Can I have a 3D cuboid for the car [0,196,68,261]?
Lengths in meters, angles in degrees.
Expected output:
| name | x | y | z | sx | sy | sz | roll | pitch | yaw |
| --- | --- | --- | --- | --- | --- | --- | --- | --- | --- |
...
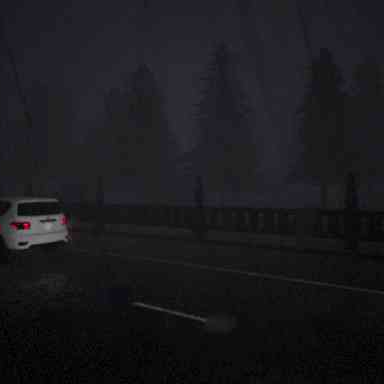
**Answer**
| name | x | y | z | sx | sy | sz | roll | pitch | yaw |
| --- | --- | --- | --- | --- | --- | --- | --- | --- | --- |
| car | -7.031 | 1.184 | 12.242 | 5.566 | 2.045 | 2.150 | 0 | 0 | 30 |
